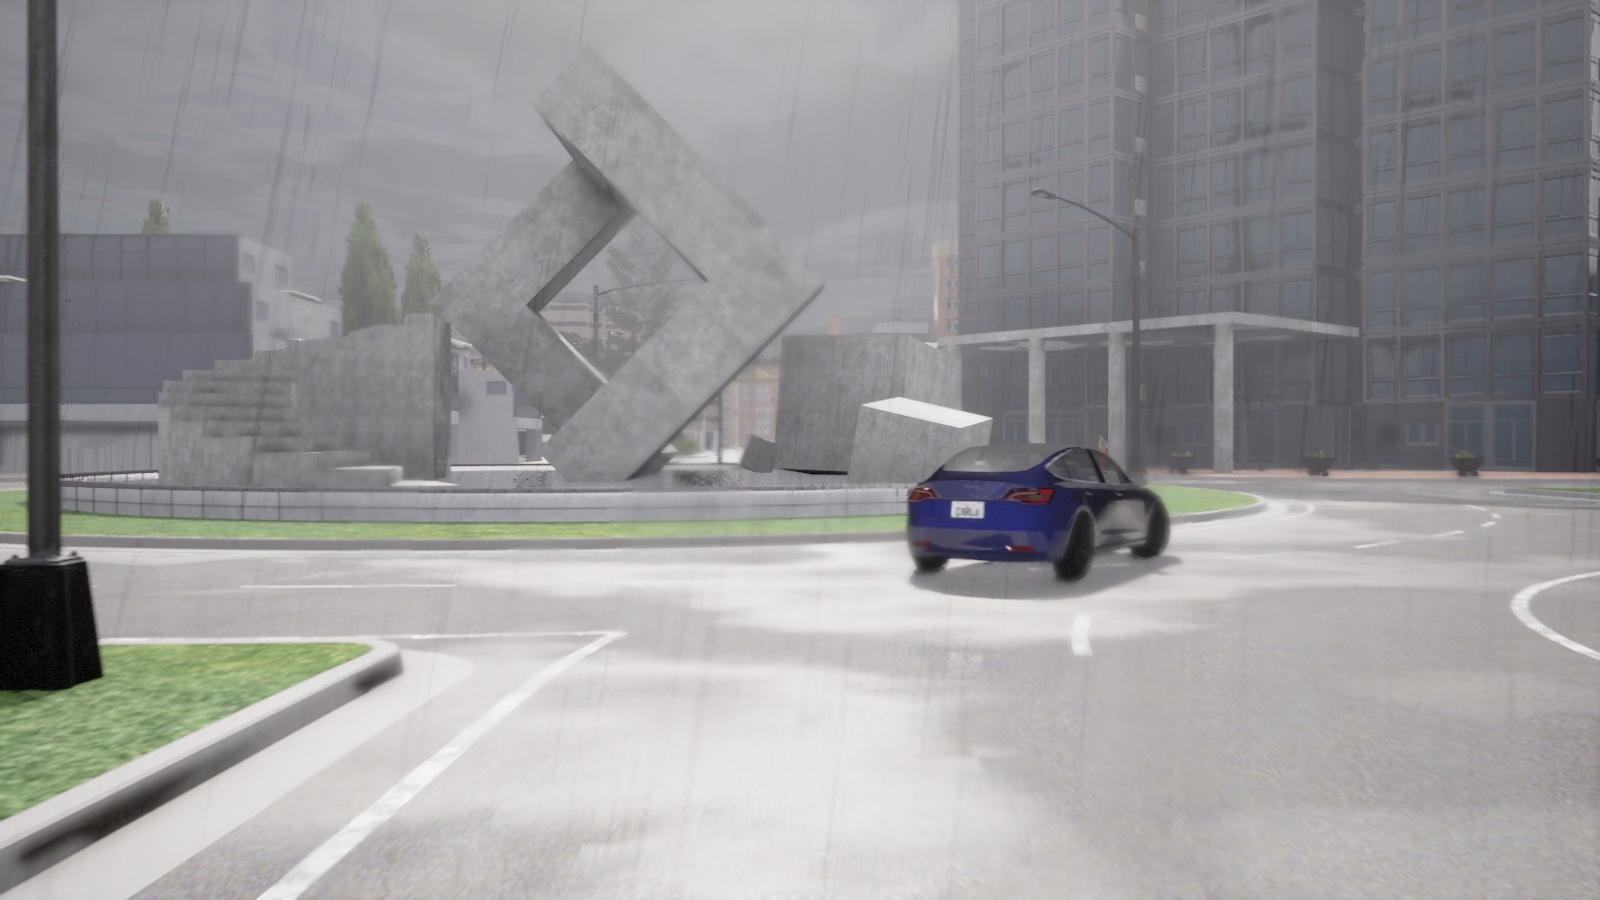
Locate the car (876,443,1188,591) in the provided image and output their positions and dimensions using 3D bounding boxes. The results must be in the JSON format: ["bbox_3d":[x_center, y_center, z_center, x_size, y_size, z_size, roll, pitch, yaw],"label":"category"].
[{"bbox_3d":[3.000,0.663,15.224,2.163,1.488,4.792,0,0,31],"label":"car"}]
